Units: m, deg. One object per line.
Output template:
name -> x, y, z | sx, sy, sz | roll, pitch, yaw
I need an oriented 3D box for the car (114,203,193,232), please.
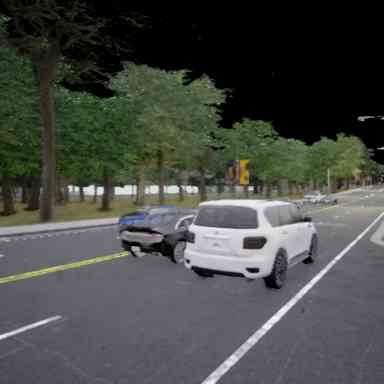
car -> -2.262, 1.507, 21.289 | 2.033, 1.411, 5.357 | 0, 0, 33

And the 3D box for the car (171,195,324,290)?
car -> 1.986, 1.225, 9.500 | 2.150, 2.045, 5.566 | 0, 0, 33

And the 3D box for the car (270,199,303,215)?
car -> 9.676, 1.512, 33.837 | 1.994, 1.385, 4.181 | 0, 0, 33

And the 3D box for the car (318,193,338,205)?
car -> 21.869, 1.288, 52.661 | 2.128, 1.511, 4.902 | 0, 1, 33

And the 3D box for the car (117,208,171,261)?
car -> -0.344, 1.479, 11.883 | 2.128, 1.511, 4.902 | 0, 0, 33

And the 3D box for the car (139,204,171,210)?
car -> -1.416, 1.451, 16.595 | 1.882, 1.535, 5.008 | 0, 0, 33

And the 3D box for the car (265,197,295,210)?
car -> 11.244, 1.376, 42.235 | 2.128, 1.511, 4.902 | 0, 0, 33

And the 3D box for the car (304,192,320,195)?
car -> 20.590, 0.968, 56.667 | 2.150, 2.045, 5.566 | 0, 1, 33
